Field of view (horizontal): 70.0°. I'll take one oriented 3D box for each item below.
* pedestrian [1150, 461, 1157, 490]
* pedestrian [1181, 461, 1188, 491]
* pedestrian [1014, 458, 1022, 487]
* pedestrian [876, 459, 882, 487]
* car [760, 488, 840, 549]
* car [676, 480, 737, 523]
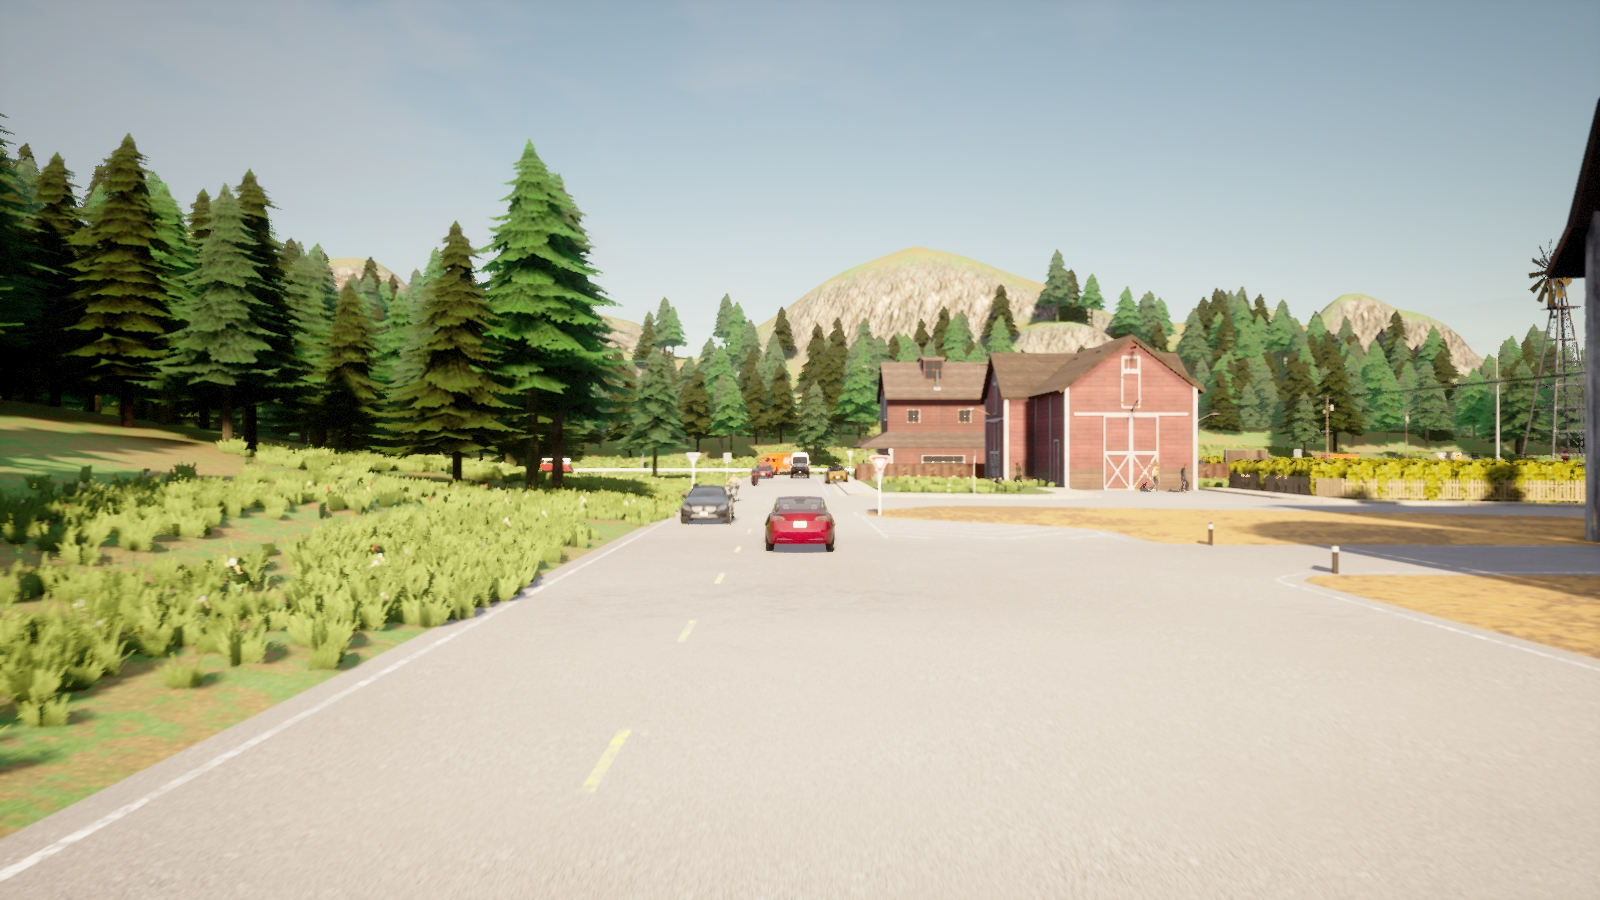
[{"bbox_3d":[22.545,1.617,72.857,0.375,1.860,0.375,0,0,22],"label":"pedestrian"},{"bbox_3d":[24.288,1.618,72.106,0.375,1.860,0.375,0,0,23],"label":"pedestrian"},{"bbox_3d":[14.337,1.468,75.032,0.375,1.860,0.375,0,0,45],"label":"pedestrian"},{"bbox_3d":[5.283,1.554,76.388,0.375,1.860,0.375,0,0,10],"label":"pedestrian"},{"bbox_3d":[0.001,1.923,33.302,2.163,1.488,4.792,0,0,0],"label":"car"},{"bbox_3d":[-3.542,1.941,44.212,2.002,1.442,4.674,0,0,0],"label":"car"}]
